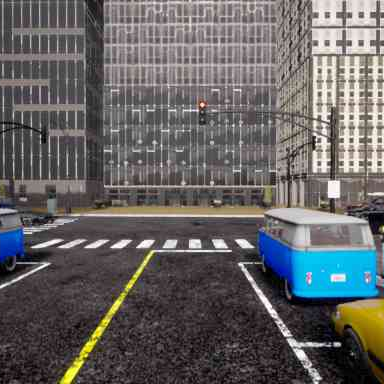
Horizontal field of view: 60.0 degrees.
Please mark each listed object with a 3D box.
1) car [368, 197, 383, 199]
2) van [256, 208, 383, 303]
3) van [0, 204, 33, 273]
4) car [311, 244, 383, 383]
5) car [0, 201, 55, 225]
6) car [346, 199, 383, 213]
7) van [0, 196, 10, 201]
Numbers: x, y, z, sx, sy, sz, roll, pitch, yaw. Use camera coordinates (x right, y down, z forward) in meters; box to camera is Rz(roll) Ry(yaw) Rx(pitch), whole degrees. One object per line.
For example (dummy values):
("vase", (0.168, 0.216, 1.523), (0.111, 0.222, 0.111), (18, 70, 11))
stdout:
("car", (15.252, 1.339, 27.278), (5.009, 1.841, 2.192), (0, 1, 0))
("van", (2.682, 1.339, 7.953), (1.690, 1.788, 3.998), (-1, 0, 0))
("van", (-5.699, 1.339, 7.986), (1.690, 1.788, 3.998), (-1, 0, 0))
("car", (2.682, 1.525, 2.521), (1.752, 1.417, 4.829), (-1, 0, 0))
("car", (-11.910, 1.513, 21.658), (5.357, 1.411, 2.033), (0, 1, 0))
("car", (13.824, 1.544, 24.688), (4.902, 1.511, 2.128), (0, 1, 0))
("van", (-17.138, 1.201, 27.486), (3.998, 1.788, 1.690), (0, 1, 0))
